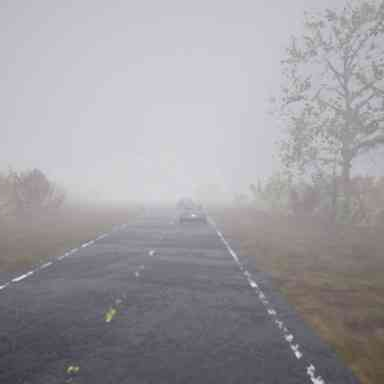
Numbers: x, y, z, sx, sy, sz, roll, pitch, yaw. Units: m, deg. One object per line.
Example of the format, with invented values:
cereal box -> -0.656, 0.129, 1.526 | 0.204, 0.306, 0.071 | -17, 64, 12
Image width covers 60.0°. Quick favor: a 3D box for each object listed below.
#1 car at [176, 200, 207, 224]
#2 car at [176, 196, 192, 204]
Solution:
car -> 0.066, 1.567, 24.565 | 1.994, 1.385, 4.181 | 0, 0, -1
car -> -0.941, 1.351, 42.012 | 2.097, 1.767, 4.553 | 0, 0, -6
